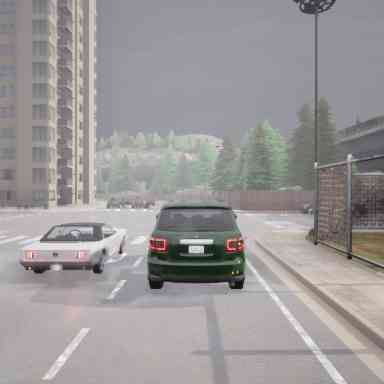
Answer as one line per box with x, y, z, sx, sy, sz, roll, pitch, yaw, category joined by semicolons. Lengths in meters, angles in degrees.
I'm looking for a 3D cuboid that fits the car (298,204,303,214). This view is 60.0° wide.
13.020;1.407;33.236;4.553;1.767;2.097;0;0;0;car

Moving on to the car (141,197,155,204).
-8.709;1.601;65.627;1.895;1.301;4.718;0;0;-18;car

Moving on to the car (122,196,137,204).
-12.564;1.547;66.155;2.033;1.411;5.357;0;0;-20;car

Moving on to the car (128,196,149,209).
-7.009;1.352;45.805;2.097;1.767;4.553;0;0;0;car

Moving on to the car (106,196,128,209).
-10.505;1.505;46.189;1.837;1.490;4.892;0;0;0;car

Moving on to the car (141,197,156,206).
-7.137;1.547;55.279;2.033;1.411;5.357;0;0;-2;car

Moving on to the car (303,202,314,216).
12.973;1.547;29.738;4.902;1.511;2.128;0;0;0;car

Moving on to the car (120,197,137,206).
-10.624;1.547;55.927;2.033;1.411;5.357;0;0;-3;car

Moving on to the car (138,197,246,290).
0.122;1.222;9.220;2.150;2.045;5.566;0;0;1;car

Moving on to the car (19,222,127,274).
-3.378;1.601;10.536;1.895;1.301;4.718;0;0;0;car
